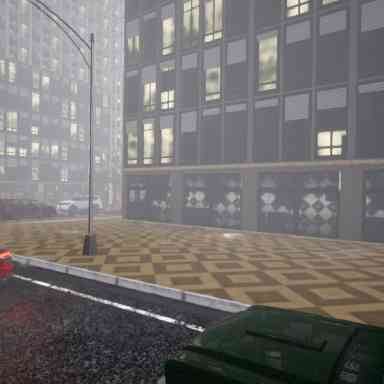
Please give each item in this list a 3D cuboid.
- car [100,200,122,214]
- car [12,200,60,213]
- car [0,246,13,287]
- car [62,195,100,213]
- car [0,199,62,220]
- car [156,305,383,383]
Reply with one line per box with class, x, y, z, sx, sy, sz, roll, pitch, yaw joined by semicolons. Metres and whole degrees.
car;-8.052;1.830;39.169;1.752;1.417;4.829;1;0;36
car;-18.348;1.643;39.311;1.752;1.417;4.829;1;0;36
car;-6.093;1.521;7.998;4.674;1.442;1.812;0;0;35
car;-13.782;1.417;41.130;2.150;2.045;5.566;1;0;36
car;-14.831;1.519;29.944;2.192;1.841;5.009;1;0;36
car;2.016;1.601;2.248;4.718;1.301;1.895;0;0;35
